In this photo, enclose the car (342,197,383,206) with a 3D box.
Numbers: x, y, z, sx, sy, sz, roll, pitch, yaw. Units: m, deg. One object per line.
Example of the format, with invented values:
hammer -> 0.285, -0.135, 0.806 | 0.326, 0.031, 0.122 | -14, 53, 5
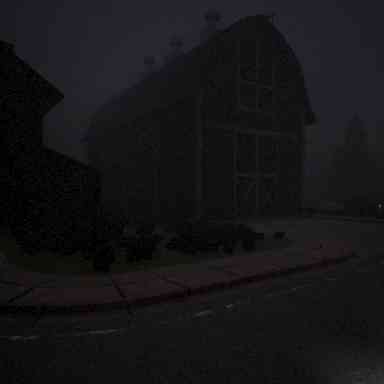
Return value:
car -> 18.226, 1.363, 35.080 | 2.097, 1.767, 4.553 | 0, 0, -34
